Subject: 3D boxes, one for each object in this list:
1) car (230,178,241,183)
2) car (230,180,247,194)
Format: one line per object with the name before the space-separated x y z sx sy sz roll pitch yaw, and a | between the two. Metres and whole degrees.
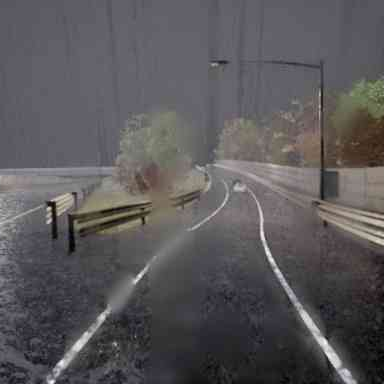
car | 7.997 -1.681 59.603 2.097 1.767 4.553 -1 6 4
car | 7.058 -0.578 49.621 1.812 1.442 4.674 -1 5 6
